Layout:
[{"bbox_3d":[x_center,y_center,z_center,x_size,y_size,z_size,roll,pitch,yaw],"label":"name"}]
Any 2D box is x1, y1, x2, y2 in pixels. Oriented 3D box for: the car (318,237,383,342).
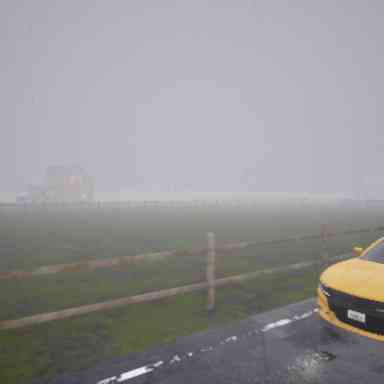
[{"bbox_3d":[4.369,1.492,6.173,5.008,1.535,1.882,0,0,-35],"label":"car"}]
